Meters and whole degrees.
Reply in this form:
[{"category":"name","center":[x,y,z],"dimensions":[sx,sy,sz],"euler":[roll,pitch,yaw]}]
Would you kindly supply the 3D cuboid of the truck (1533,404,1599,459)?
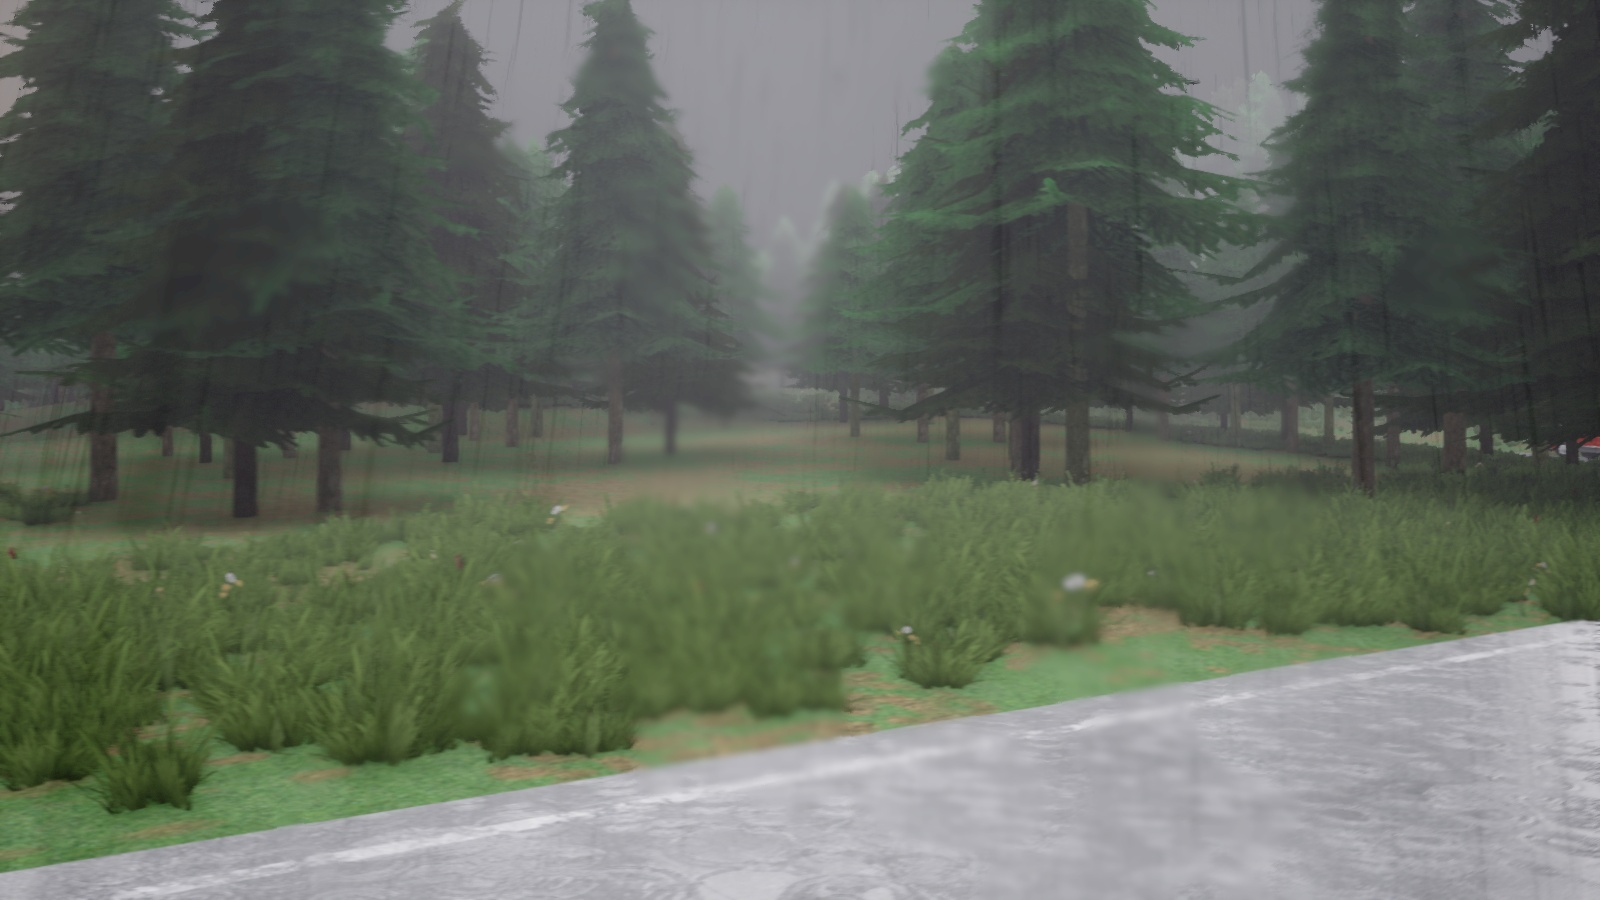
[{"category":"truck","center":[38.675,-0.848,60.403],"dimensions":[2.627,2.467,5.204],"euler":[0,5,-24]}]
